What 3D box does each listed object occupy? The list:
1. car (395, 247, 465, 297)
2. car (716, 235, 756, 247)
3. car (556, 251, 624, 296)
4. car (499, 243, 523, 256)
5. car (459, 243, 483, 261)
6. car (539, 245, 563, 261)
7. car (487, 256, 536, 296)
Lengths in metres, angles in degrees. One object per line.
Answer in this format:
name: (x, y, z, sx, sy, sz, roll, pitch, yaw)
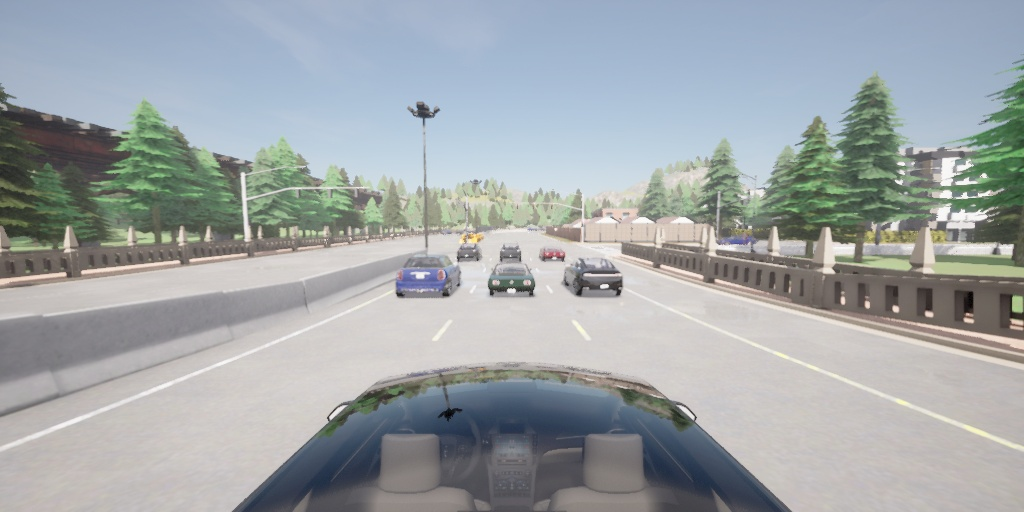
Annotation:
car: (-3.527, 0.671, 15.855, 2.097, 1.767, 4.553, 0, 3, 0)
car: (29.182, -1.957, 46.753, 4.674, 1.442, 1.812, 0, 5, 1)
car: (3.473, 0.795, 15.930, 2.128, 1.511, 4.902, 0, 3, 0)
car: (-0.111, -0.413, 30.846, 2.128, 1.511, 4.902, 0, 5, 0)
car: (-3.610, -0.413, 30.826, 2.128, 1.511, 4.902, 0, 5, 0)
car: (3.389, -0.297, 30.905, 1.895, 1.301, 4.718, 0, 5, 0)
car: (-0.027, 0.916, 15.949, 1.895, 1.301, 4.718, 0, 4, 0)
